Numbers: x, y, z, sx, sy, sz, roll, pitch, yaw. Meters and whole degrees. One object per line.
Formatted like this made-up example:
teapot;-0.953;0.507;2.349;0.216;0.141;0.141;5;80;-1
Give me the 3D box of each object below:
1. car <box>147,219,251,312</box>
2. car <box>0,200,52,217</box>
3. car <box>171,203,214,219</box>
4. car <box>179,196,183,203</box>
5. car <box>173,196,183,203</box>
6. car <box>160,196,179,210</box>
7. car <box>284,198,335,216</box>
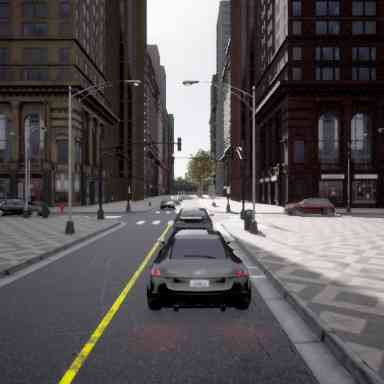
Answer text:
car;0.108;1.563;7.812;1.994;1.385;4.181;0;0;-1
car;-14.740;1.446;28.968;4.892;1.490;1.837;1;0;-1
car;0.062;1.502;16.720;1.837;1.490;4.892;0;0;0
car;-3.080;1.485;57.321;2.128;1.511;4.902;0;0;0
car;-2.996;1.553;72.350;2.033;1.411;5.357;0;0;0
car;-3.089;1.540;43.176;2.033;1.411;5.357;0;0;0
car;11.266;1.386;32.168;4.553;1.767;2.097;0;0;0
